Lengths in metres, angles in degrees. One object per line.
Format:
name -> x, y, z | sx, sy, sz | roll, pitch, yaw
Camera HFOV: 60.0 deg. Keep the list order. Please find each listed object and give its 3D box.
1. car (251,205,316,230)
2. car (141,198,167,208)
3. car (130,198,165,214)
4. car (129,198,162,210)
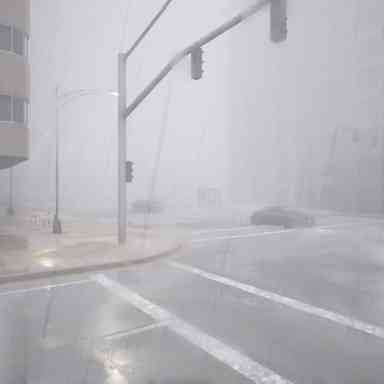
car -> 5.744, 1.564, 21.264 | 1.994, 1.385, 4.181 | 0, 0, -36
car -> -5.708, 1.564, 49.159 | 1.994, 1.385, 4.181 | 0, 0, -36
car -> -4.775, 1.504, 35.690 | 1.837, 1.490, 4.892 | 0, 0, -36
car -> -6.227, 1.547, 43.940 | 2.033, 1.411, 5.357 | 0, 0, -36
